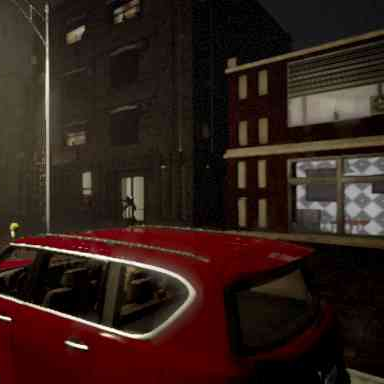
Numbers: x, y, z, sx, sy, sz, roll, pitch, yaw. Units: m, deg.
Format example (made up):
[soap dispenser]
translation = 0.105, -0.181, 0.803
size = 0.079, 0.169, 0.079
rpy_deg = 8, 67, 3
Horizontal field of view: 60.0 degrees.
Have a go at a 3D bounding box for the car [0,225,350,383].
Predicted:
[car]
translation = -1.013, 1.301, 3.614
size = 5.009, 1.841, 2.192
rpy_deg = 0, -1, 36
